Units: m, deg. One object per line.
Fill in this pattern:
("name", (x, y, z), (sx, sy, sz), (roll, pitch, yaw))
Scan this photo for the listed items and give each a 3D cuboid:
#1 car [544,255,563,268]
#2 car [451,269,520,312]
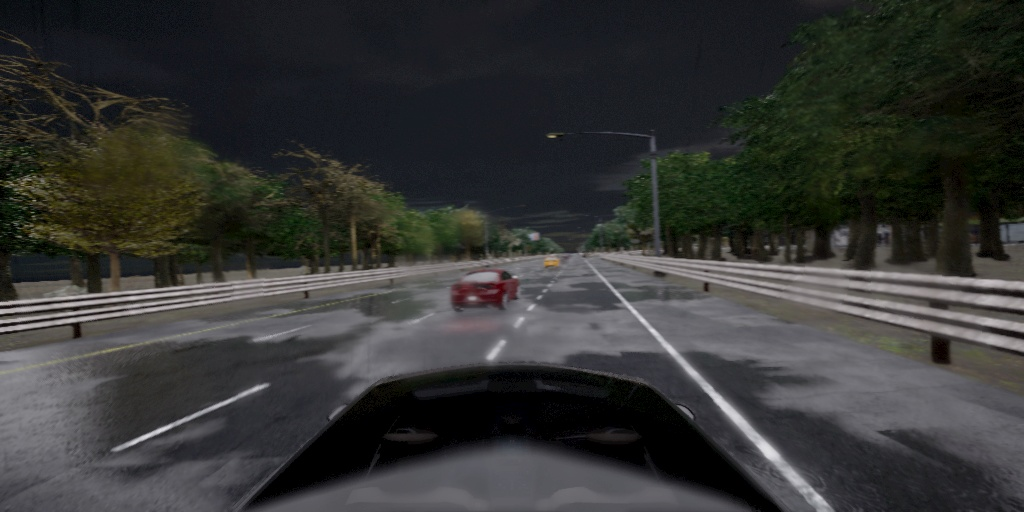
("car", (5.618, 0.865, 49.988), (1.882, 1.535, 5.008), (-3, 0, 10))
("car", (-0.894, 1.248, 14.486), (1.882, 1.535, 5.008), (-3, 0, 10))
